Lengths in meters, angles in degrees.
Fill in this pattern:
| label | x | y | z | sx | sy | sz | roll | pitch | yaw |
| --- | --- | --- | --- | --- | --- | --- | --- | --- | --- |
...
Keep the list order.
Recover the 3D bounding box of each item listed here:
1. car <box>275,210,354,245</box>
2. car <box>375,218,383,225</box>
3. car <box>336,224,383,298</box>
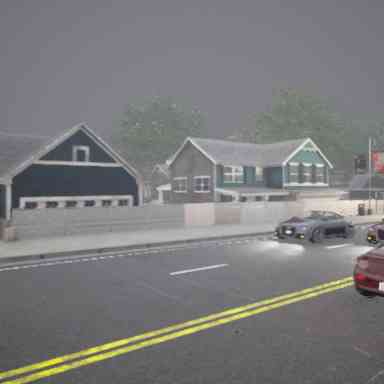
| label | x | y | z | sx | sy | sz | roll | pitch | yaw |
| --- | --- | --- | --- | --- | --- | --- | --- | --- | --- |
| car | 5.884 | 1.587 | 15.843 | 4.181 | 1.385 | 1.994 | 0 | 0 | -35 |
| car | 9.372 | 1.595 | 14.331 | 4.181 | 1.385 | 1.994 | 0 | 0 | -35 |
| car | 5.347 | 1.534 | 7.258 | 4.674 | 1.442 | 1.812 | 0 | 0 | -36 |
